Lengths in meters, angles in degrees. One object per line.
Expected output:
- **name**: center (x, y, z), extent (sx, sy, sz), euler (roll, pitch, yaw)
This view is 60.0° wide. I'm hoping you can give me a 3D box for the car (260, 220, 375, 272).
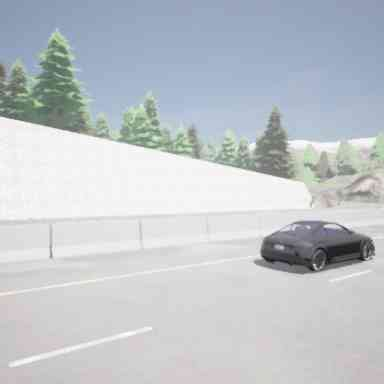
- **car**: center (4.237, 1.625, 11.065), extent (4.181, 1.385, 1.994), euler (0, 0, -35)
